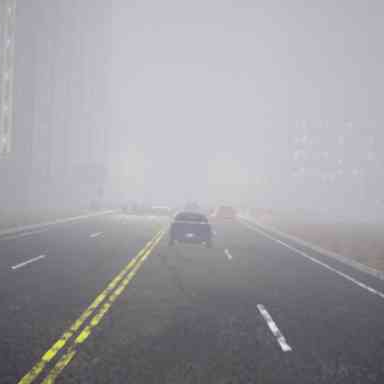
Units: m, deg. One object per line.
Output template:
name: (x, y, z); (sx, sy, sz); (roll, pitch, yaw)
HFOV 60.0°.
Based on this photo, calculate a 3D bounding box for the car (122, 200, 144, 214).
car: (-6.732, 1.674, 38.135); (2.128, 1.511, 4.902); (2, -1, 0)

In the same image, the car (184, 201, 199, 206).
car: (-0.067, 2.040, 46.601); (1.882, 1.535, 5.008); (2, -1, 0)

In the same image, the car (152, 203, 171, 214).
car: (-3.486, 1.922, 38.633); (1.895, 1.301, 4.718); (2, -1, 0)

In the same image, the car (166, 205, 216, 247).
car: (-0.063, 1.672, 16.288); (1.882, 1.535, 5.008); (2, -1, 0)

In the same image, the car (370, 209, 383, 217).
car: (35.789, 3.985, 62.503); (4.097, 1.590, 1.967); (3, 0, -1)

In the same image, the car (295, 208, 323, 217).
car: (18.972, 3.263, 53.791); (4.403, 1.369, 2.008); (3, 0, -1)

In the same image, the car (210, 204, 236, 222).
car: (3.173, 2.006, 32.850); (1.882, 1.535, 5.008); (2, -1, 0)
